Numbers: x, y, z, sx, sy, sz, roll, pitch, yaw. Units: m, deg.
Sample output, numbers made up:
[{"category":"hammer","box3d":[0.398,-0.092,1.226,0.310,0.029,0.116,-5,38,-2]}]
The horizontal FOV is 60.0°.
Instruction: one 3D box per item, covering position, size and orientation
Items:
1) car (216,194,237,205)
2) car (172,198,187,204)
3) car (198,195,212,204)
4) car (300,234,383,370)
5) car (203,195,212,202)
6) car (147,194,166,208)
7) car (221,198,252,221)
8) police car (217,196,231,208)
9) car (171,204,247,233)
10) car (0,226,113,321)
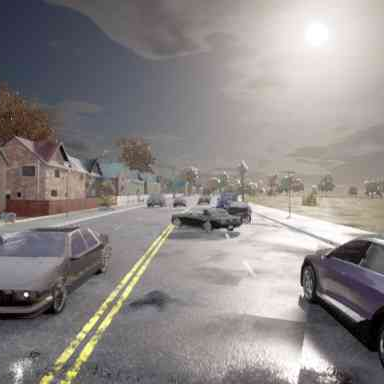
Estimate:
[{"category":"car","box3d":[4.103,1.227,38.056,2.150,2.045,5.566,0,0,2]},{"category":"car","box3d":[-1.843,1.569,50.791,2.033,1.411,5.357,0,0,3]},{"category":"car","box3d":[2.386,1.378,63.788,2.097,1.767,4.553,0,0,5]},{"category":"car","box3d":[3.270,1.431,5.205,2.033,1.649,4.856,0,0,0]},{"category":"car","box3d":[3.846,1.585,82.318,2.033,1.411,5.357,0,0,6]},{"category":"car","box3d":[-5.198,1.245,49.021,2.150,2.045,5.566,0,0,3]},{"category":"car","box3d":[3.693,1.480,27.089,1.882,1.535,5.008,0,0,2]},{"category":"police car","box3d":[4.649,1.437,49.067,1.930,1.638,5.238,0,0,3]},{"category":"car","box3d":[0.712,1.603,19.769,1.895,1.301,4.718,0,0,-38]},{"category":"car","box3d":[-3.297,1.548,7.796,2.033,1.411,5.357,0,0,1]}]
